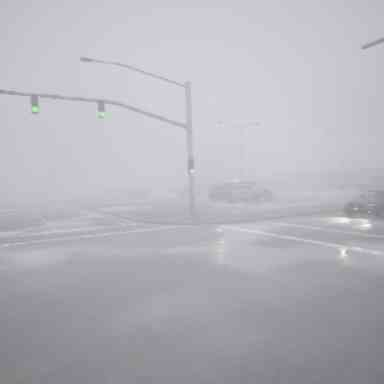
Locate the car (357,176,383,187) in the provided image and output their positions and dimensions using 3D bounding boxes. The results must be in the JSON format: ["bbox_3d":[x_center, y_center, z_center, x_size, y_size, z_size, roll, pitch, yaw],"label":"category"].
[{"bbox_3d":[22.972,-1.035,41.695,1.905,1.878,3.866,-3,2,-29],"label":"car"}]

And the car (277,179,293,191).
[{"bbox_3d":[14.395,-1.208,56.971,1.932,1.855,4.605,-3,2,-29],"label":"car"}]

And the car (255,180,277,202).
[{"bbox_3d":[5.882,-0.101,32.095,1.905,1.878,3.866,-3,2,-29],"label":"car"}]

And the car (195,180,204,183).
[{"bbox_3d":[2.198,-1.092,67.406,1.932,1.855,4.605,-3,2,-29],"label":"car"}]

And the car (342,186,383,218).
[{"bbox_3d":[10.284,0.584,18.318,4.181,1.385,1.994,-3,2,-28],"label":"car"}]

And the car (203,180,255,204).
[{"bbox_3d":[3.332,0.034,30.731,1.932,1.855,4.605,-3,2,-29],"label":"car"}]

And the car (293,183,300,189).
[{"bbox_3d":[16.959,-1.135,58.334,1.784,1.438,3.905,-3,2,-29],"label":"car"}]

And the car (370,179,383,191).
[{"bbox_3d":[25.510,-0.933,43.104,1.970,1.475,3.806,-3,2,-29],"label":"car"}]

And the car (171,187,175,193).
[{"bbox_3d":[-2.632,-0.584,64.651,1.970,1.475,3.806,-3,2,-29],"label":"car"}]

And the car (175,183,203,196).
[{"bbox_3d":[-0.283,-0.162,48.662,1.970,1.475,3.806,-3,2,-29],"label":"car"}]
